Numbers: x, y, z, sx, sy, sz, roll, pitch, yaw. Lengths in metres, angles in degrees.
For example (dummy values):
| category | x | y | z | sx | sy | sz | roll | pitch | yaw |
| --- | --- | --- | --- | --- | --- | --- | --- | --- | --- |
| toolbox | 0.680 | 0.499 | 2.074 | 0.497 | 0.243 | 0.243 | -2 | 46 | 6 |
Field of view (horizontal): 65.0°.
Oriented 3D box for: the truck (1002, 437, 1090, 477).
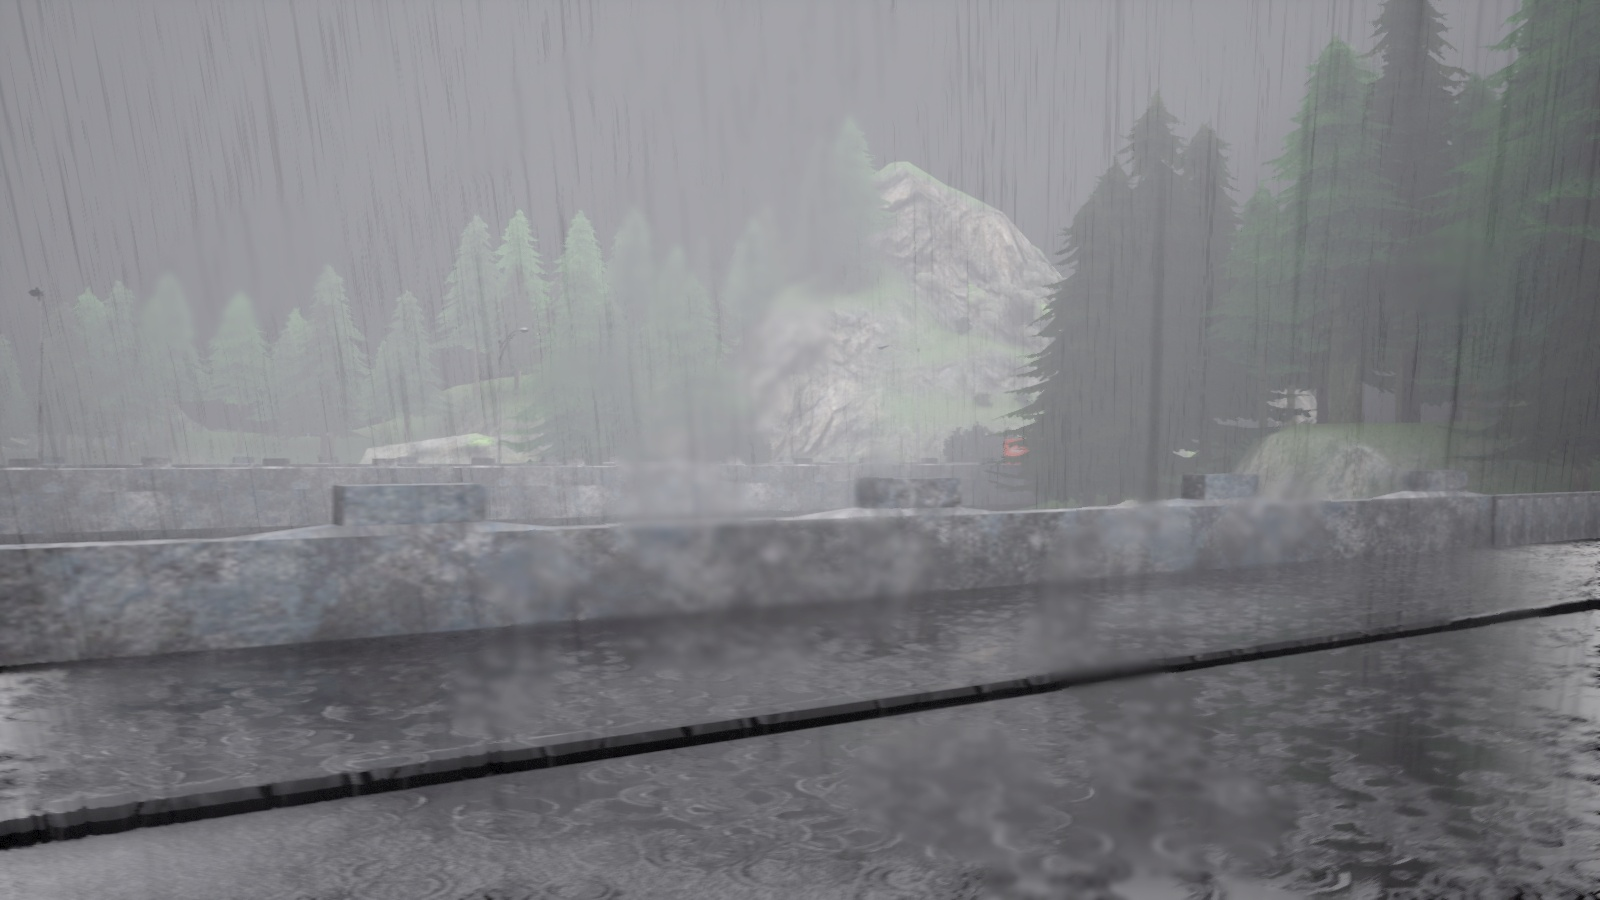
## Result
| category | x | y | z | sx | sy | sz | roll | pitch | yaw |
| --- | --- | --- | --- | --- | --- | --- | --- | --- | --- |
| truck | 15.802 | 0.426 | 80.506 | 5.204 | 2.467 | 2.627 | 0 | 0 | -35 |
